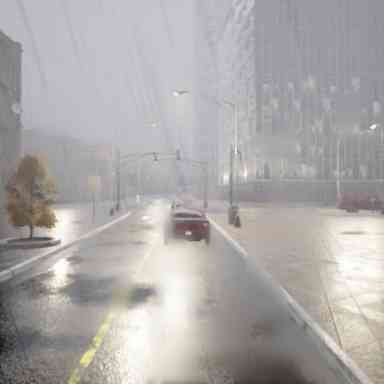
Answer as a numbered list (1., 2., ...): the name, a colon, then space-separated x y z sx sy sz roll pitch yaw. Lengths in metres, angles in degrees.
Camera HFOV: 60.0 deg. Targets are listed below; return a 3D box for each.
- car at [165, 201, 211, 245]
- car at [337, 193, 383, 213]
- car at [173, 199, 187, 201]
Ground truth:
1. car: -0.216 1.400 15.155 1.882 1.535 5.008 0 0 -2
2. car: 15.488 1.027 29.227 5.009 1.841 2.192 0 -1 17
3. car: -1.247 1.424 34.776 1.895 1.301 4.718 0 0 -4
